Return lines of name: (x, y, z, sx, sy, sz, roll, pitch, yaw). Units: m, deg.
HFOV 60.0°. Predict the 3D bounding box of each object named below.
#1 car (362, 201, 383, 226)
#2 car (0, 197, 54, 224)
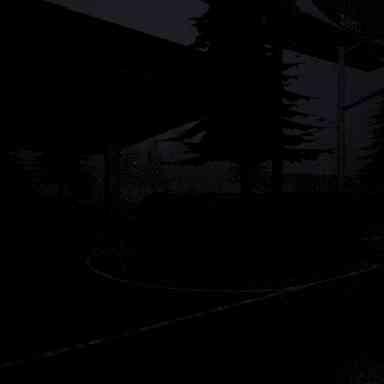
car: (11.384, 1.315, 21.315, 2.128, 1.511, 4.902, 0, 1, -36)
car: (-11.963, 1.313, 23.475, 3.866, 1.878, 1.905, 0, 0, -36)
